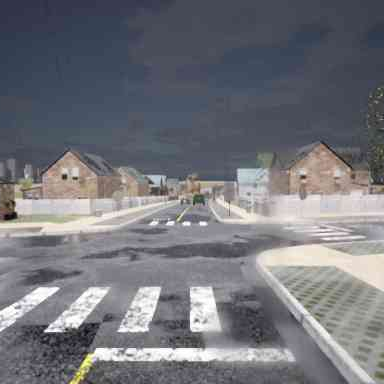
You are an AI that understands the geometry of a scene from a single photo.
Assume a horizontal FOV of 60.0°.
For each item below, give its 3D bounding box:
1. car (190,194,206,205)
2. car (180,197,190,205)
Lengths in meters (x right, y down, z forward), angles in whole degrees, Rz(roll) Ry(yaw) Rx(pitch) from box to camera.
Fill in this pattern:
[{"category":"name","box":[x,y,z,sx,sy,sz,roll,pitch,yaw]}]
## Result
[{"category":"car","box":[1.309,1.421,61.865,2.150,2.045,5.566,0,0,3]},{"category":"car","box":[-1.265,1.716,66.127,2.128,1.511,4.902,0,0,3]}]
